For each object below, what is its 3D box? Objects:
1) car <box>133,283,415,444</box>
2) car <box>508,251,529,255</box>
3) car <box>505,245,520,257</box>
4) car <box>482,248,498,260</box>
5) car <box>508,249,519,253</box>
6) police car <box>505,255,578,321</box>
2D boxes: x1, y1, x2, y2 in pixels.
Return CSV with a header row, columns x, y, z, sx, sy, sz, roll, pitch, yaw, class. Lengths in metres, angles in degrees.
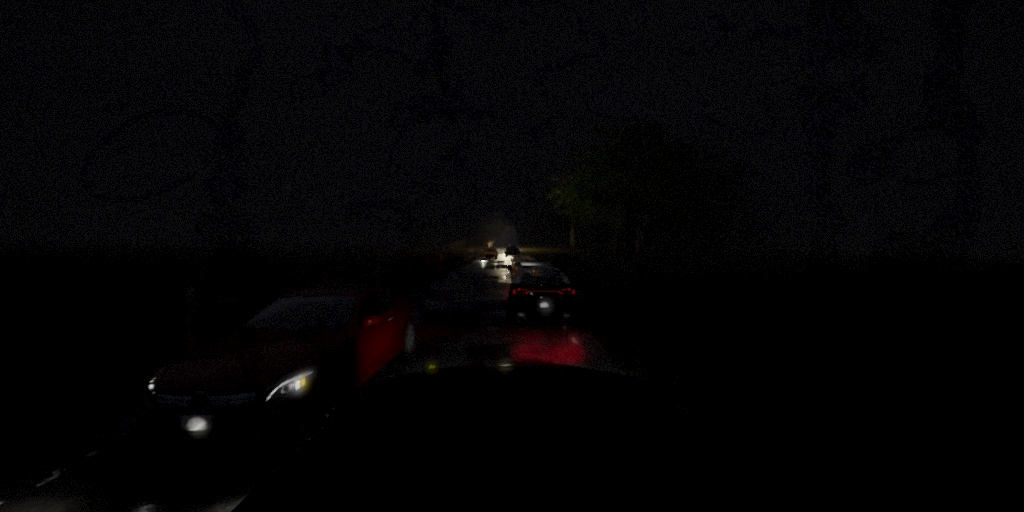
x,y,z,sx,sy,sz,roll,pitch,yaw,class
-2.846,1.202,5.562,1.812,1.442,4.674,0,1,0,car
0.825,0.698,21.662,1.801,1.575,5.366,0,2,0,car
0.061,-0.845,54.230,2.097,1.767,4.553,0,3,0,car
-2.824,-0.362,47.033,1.882,1.535,5.008,0,3,0,car
0.825,0.483,27.658,1.801,1.575,5.366,0,2,0,car
0.825,0.964,11.588,1.930,1.638,5.238,0,1,0,police car
